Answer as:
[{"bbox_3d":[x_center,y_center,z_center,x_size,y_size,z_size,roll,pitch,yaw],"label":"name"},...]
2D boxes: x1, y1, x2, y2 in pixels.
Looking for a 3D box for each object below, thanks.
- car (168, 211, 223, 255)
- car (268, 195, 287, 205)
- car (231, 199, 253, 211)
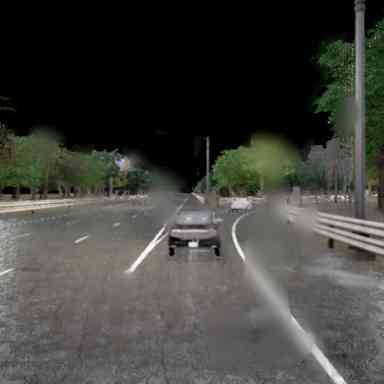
[{"bbox_3d":[0.193,1.496,13.254,2.128,1.511,4.902,0,0,4],"label":"car"},{"bbox_3d":[14.739,1.350,56.705,2.097,1.767,4.553,0,0,34],"label":"car"},{"bbox_3d":[6.059,1.545,40.207,1.812,1.442,4.674,0,0,21],"label":"car"}]
